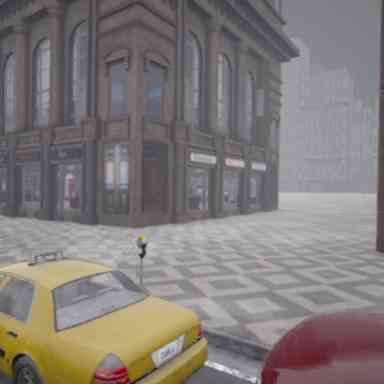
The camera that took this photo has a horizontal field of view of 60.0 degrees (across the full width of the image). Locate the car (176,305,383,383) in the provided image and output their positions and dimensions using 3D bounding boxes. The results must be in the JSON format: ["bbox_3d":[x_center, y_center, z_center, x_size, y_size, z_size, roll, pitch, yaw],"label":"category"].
[{"bbox_3d":[2.607,1.327,1.207,5.009,1.841,2.192,1,1,35],"label":"car"}]

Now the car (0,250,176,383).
[{"bbox_3d":[-2.112,1.493,4.572,4.829,1.417,1.752,1,1,35],"label":"car"}]
